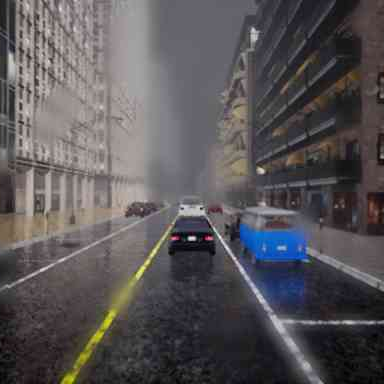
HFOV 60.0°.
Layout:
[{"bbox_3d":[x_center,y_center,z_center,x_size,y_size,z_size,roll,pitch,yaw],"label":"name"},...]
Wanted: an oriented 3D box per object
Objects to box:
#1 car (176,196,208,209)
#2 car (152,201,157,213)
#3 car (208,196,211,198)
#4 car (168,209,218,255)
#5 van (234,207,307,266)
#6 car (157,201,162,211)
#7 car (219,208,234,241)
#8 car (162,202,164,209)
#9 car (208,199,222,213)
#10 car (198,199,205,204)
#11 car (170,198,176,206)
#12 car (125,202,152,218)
[{"bbox_3d":[0.000,1.496,29.018,2.150,2.045,5.566,0,0,0],"label":"car"},{"bbox_3d":[-5.692,1.966,40.029,1.802,1.307,4.206,0,-1,0],"label":"car"},{"bbox_3d":[2.996,1.906,69.869,2.150,2.045,5.566,0,-1,0],"label":"car"},{"bbox_3d":[0.001,1.682,13.995,2.033,1.411,5.357,0,-1,0],"label":"car"},{"bbox_3d":[2.689,1.455,11.790,1.690,1.788,3.998,0,-1,0],"label":"van"},{"bbox_3d":[-5.693,2.005,45.678,1.947,1.339,4.313,0,-1,0],"label":"car"},{"bbox_3d":[2.690,1.734,17.436,1.947,1.339,4.313,0,-1,0],"label":"car"},{"bbox_3d":[-5.693,2.132,56.974,1.802,1.307,4.206,0,-1,0],"label":"car"},{"bbox_3d":[2.688,1.929,40.029,1.887,1.381,4.507,0,-1,0],"label":"car"},{"bbox_3d":[2.685,2.480,90.864,1.802,1.307,4.206,0,-1,0],"label":"car"},{"bbox_3d":[-3.004,2.051,71.800,2.097,1.767,4.553,0,-1,0],"label":"car"},{"bbox_3d":[-5.692,1.770,34.383,1.967,1.590,4.097,0,-1,0],"label":"car"}]
